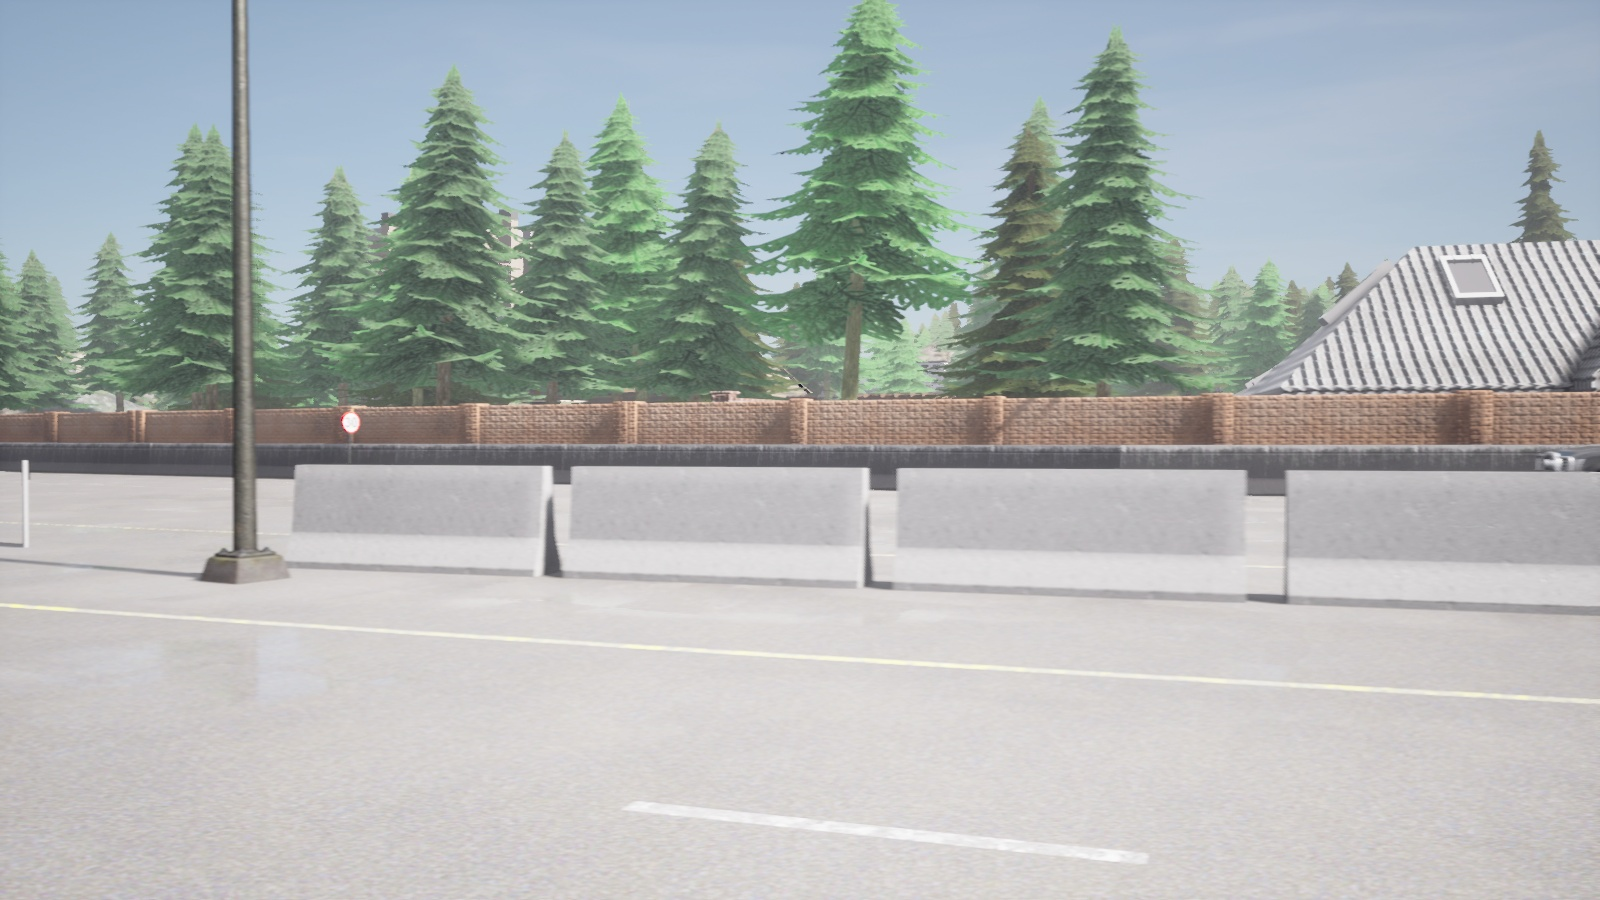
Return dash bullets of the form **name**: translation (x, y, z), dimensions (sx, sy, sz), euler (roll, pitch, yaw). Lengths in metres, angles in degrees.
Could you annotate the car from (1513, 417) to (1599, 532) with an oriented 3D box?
- **car**: translation (14.547, 0.372, 20.616), dimensions (4.605, 1.855, 1.932), euler (0, 1, 16)
